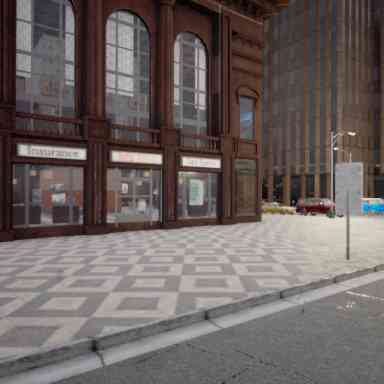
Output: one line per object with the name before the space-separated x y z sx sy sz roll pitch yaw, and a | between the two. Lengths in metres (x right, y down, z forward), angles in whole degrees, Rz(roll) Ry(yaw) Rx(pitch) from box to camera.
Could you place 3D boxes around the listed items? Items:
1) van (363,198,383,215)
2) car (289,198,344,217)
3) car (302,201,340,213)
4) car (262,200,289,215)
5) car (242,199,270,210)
van | 19.551 1.587 37.579 1.690 1.788 3.998 -1 0 -35
car | 12.595 1.521 32.650 2.192 1.841 5.009 0 0 -35
car | 16.308 1.896 42.170 1.802 1.307 4.206 -1 0 -35
car | 9.449 1.797 37.103 1.752 1.417 4.829 0 0 -35
car | 9.813 1.891 51.355 1.967 1.590 4.097 -1 0 -35
